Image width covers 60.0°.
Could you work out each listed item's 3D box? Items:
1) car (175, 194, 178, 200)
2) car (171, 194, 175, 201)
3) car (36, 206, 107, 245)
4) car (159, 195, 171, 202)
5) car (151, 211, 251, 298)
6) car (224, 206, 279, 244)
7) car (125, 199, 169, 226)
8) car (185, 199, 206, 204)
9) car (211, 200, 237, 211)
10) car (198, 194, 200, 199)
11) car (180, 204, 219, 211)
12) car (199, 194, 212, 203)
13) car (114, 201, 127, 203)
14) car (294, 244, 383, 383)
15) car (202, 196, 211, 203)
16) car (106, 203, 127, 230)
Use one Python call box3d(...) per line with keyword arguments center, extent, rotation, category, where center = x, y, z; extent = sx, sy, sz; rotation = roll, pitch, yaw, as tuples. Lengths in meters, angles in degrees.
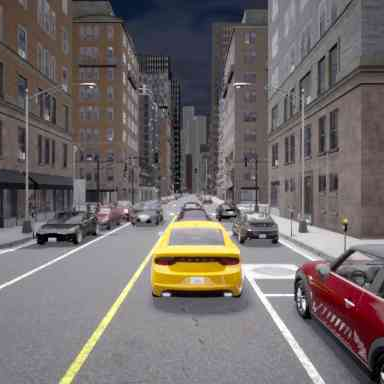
box3d(center=(-5.544, 1.637, 90.647), extent=(1.752, 1.417, 4.829), rotation=(0, 0, 0), category="car")
box3d(center=(-5.580, 1.616, 74.591), extent=(2.008, 1.369, 4.403), rotation=(0, 0, 0), category="car")
box3d(center=(-5.662, 1.567, 15.668), extent=(1.947, 1.339, 4.313), rotation=(0, 0, 0), category="car")
box3d(center=(-5.605, 1.626, 63.774), extent=(1.802, 1.307, 4.206), rotation=(0, 0, 0), category="car")
box3d(center=(0.098, 1.478, 8.591), extent=(1.882, 1.535, 5.008), rotation=(0, 0, 0), category="car")
box3d(center=(2.863, 1.552, 15.664), extent=(2.008, 1.369, 4.403), rotation=(0, 0, 0), category="car")
box3d(center=(-3.028, 1.494, 23.420), extent=(2.128, 1.511, 4.902), rotation=(0, 0, 0), category="car")
box3d(center=(0.012, 1.529, 26.396), extent=(1.812, 1.442, 4.674), rotation=(0, 0, 2), category="car")
box3d(center=(2.868, 1.569, 26.667), extent=(1.947, 1.339, 4.313), rotation=(0, 0, 0), category="car")
box3d(center=(2.945, 1.616, 74.575), extent=(2.008, 1.369, 4.403), rotation=(0, 0, 0), category="car")
box3d(center=(0.115, 1.565, 17.585), extent=(1.994, 1.385, 4.181), rotation=(0, 0, 0), category="car")
box3d(center=(2.919, 1.484, 63.757), extent=(1.967, 1.590, 4.097), rotation=(0, 0, 0), category="car")
box3d(center=(-5.657, 1.443, 26.671), extent=(1.967, 1.590, 4.097), rotation=(0, 0, 0), category="car")
box3d(center=(2.858, 1.440, 4.662), extent=(1.967, 1.590, 4.097), rotation=(0, 0, 0), category="car")
box3d(center=(2.932, 1.579, 69.336), extent=(1.752, 1.417, 4.829), rotation=(0, 0, 0), category="car")
box3d(center=(-5.660, 1.584, 21.170), extent=(1.802, 1.307, 4.206), rotation=(0, 0, 0), category="car")
